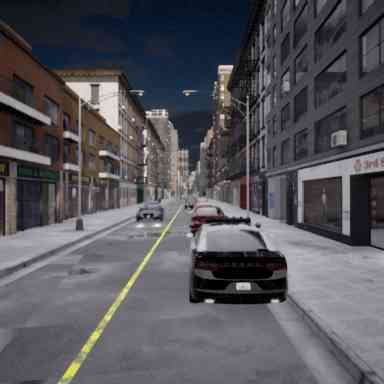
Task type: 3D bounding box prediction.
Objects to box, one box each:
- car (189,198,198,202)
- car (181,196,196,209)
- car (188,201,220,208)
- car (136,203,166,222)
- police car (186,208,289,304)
[{"bbox_3d":[0.851,1.469,24.411,1.801,1.575,5.366,0,0,0],"label":"car"},{"bbox_3d":[-0.075,1.590,45.122,2.033,1.411,5.357,0,0,0],"label":"car"},{"bbox_3d":[0.863,1.486,18.221,1.882,1.535,5.008,0,0,0],"label":"car"},{"bbox_3d":[-3.154,1.578,26.047,1.994,1.385,4.181,0,0,0],"label":"car"},{"bbox_3d":[0.884,1.427,8.331,1.930,1.638,5.238,0,0,0],"label":"police car"}]
